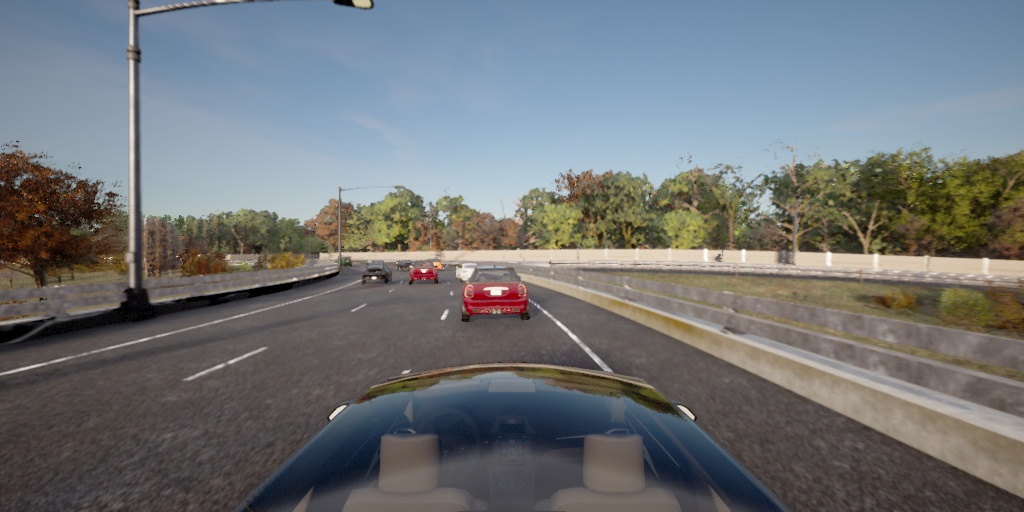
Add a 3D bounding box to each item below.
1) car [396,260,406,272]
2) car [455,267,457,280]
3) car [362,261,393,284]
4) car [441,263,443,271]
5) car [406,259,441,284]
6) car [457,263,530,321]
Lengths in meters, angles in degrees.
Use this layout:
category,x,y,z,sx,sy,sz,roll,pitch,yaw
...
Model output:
category,x,y,z,sx,sy,sz,roll,pitch,yaw
car,-14.856,1.342,49.727,1.837,1.490,4.892,0,0,-26
car,-3.482,1.297,28.902,1.812,1.442,4.674,0,0,-14
car,-10.482,1.317,28.029,1.837,1.490,4.892,0,0,-14
car,-11.233,1.168,50.232,2.097,1.767,4.553,0,0,-25
car,-6.920,1.143,28.118,2.097,1.767,4.553,0,0,-14
car,-0.696,1.106,12.726,2.097,1.767,4.553,0,0,-6
